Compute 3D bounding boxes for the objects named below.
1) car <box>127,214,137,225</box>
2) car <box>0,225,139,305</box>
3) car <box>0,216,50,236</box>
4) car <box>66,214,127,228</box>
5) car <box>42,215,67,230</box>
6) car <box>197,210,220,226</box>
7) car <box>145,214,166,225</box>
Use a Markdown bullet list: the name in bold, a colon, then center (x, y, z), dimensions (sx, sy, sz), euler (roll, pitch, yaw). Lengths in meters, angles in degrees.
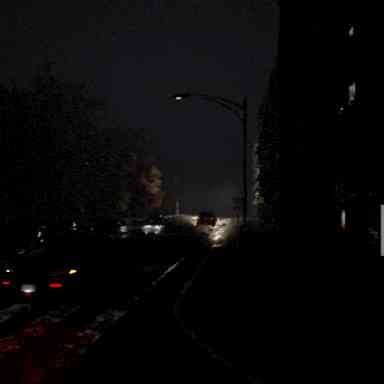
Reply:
- **car**: center (-8.174, 3.326, 40.110), dimensions (1.895, 1.301, 4.718), euler (0, -3, 9)
- **car**: center (-2.830, 1.808, 8.728), dimensions (1.812, 1.442, 4.674), euler (0, -3, 8)
- **car**: center (-8.643, 1.993, 14.608), dimensions (1.837, 1.490, 4.892), euler (0, -3, 8)
- **car**: center (-7.073, 2.573, 25.341), dimensions (2.033, 1.411, 5.357), euler (0, -3, 9)
- **car**: center (-10.466, 2.434, 24.596), dimensions (2.128, 1.511, 4.902), euler (0, -3, 8)
- **car**: center (1.884, 3.252, 40.981), dimensions (2.097, 1.767, 4.553), euler (0, -3, 8)
- **car**: center (-4.566, 3.439, 42.216), dimensions (1.994, 1.385, 4.181), euler (0, -3, 9)
